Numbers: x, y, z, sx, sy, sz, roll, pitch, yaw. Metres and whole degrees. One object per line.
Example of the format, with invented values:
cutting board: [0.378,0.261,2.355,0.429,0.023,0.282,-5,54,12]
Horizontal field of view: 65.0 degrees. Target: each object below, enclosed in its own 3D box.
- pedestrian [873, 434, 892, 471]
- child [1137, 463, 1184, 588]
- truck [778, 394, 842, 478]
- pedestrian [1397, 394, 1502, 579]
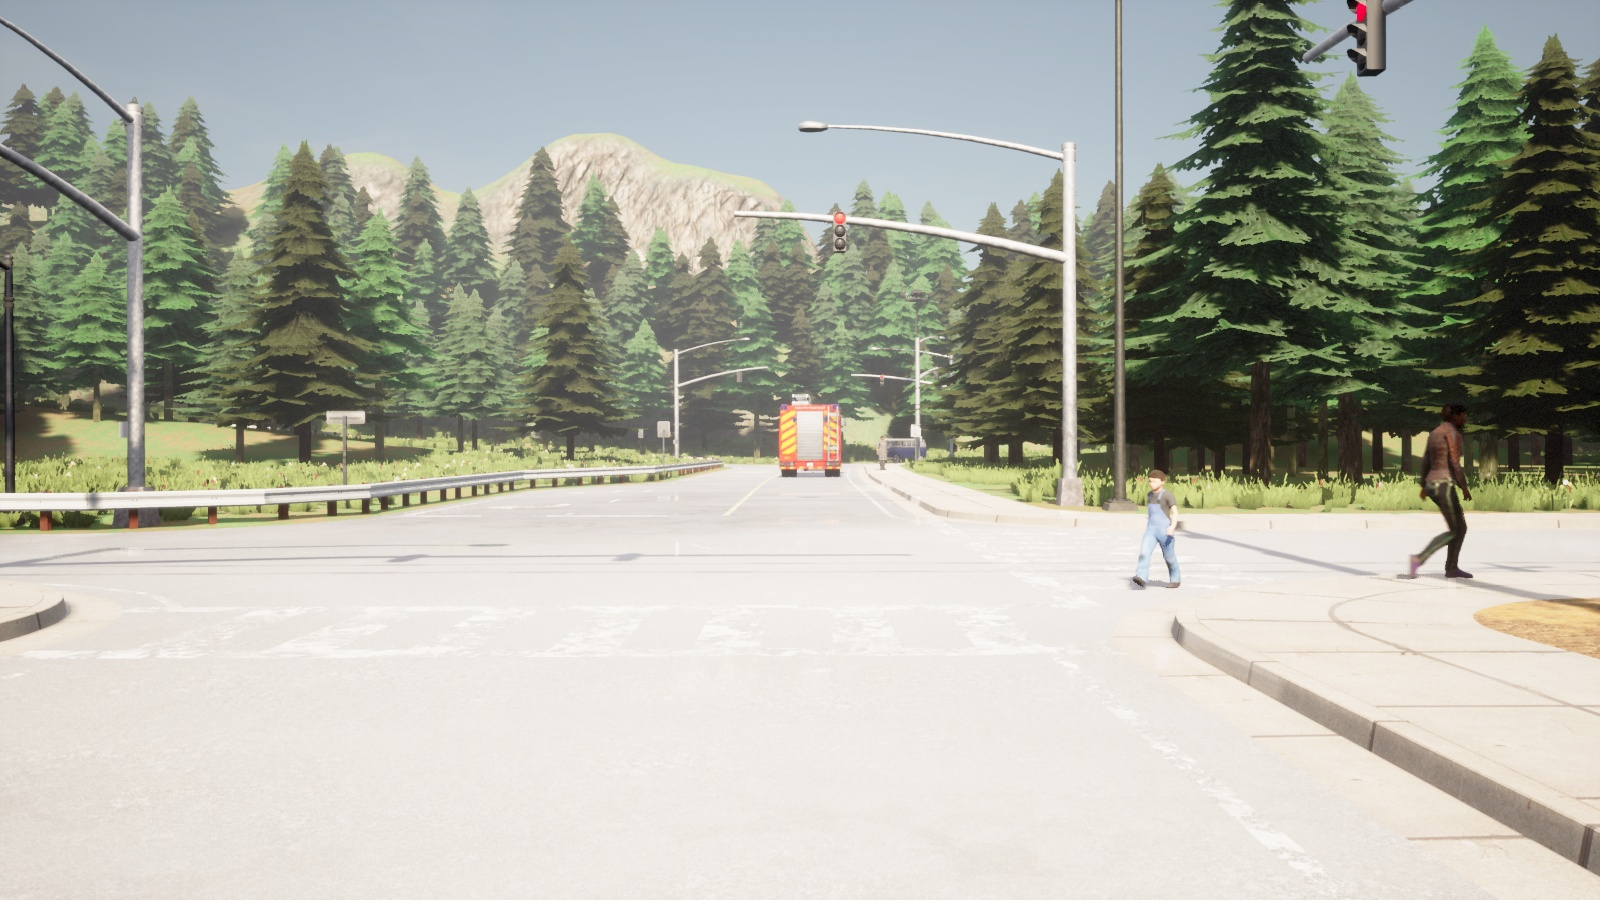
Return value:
pedestrian: [4.350,0.139,66.169,0.659,1.952,0.873,0,0,-28]
child: [3.721,0.766,12.972,0.437,1.263,0.270,0,0,-41]
truck: [0.583,-0.660,61.508,2.891,3.827,8.468,0,0,2]
pedestrian: [6.442,0.358,12.474,0.869,1.805,0.328,0,0,9]
